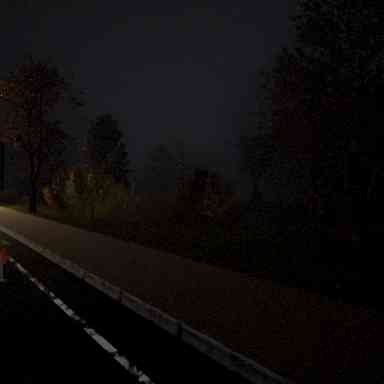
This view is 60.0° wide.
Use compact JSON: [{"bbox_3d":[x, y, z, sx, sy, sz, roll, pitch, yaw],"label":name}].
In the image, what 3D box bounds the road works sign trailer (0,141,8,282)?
[{"bbox_3d":[-6.176,0.351,8.460,2.380,3.560,2.880,0,1,-38],"label":"road works sign trailer"}]
